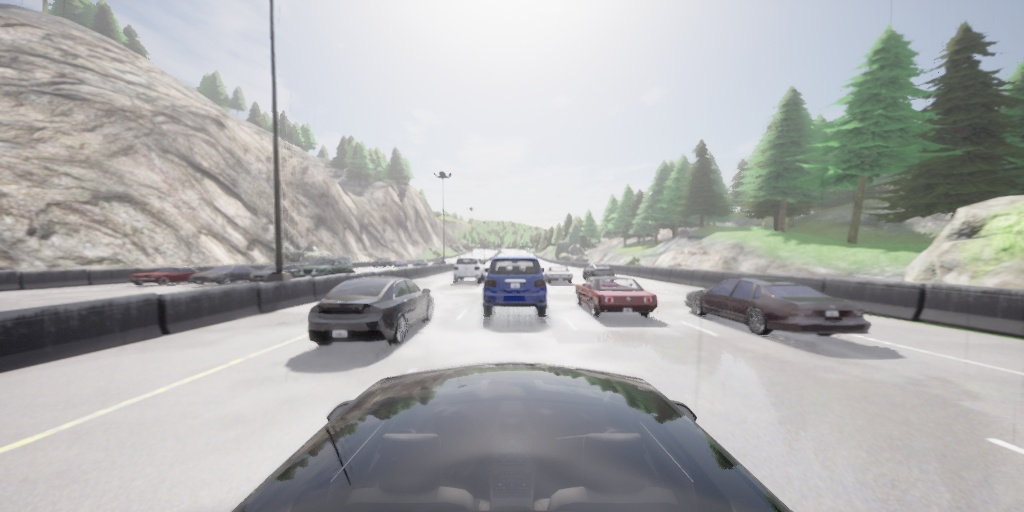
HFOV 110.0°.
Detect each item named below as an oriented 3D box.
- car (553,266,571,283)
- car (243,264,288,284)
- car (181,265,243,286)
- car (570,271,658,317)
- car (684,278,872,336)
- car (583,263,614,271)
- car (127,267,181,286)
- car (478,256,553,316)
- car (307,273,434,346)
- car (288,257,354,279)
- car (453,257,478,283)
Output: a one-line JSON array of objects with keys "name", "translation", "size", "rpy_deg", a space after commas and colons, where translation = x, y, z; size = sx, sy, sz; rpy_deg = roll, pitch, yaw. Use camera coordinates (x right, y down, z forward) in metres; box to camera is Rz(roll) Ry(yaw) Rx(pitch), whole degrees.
[{"name": "car", "translation": [3.608, 1.463, 28.746], "size": [1.895, 1.301, 4.718], "rpy_deg": [0, 0, 0]}, {"name": "car", "translation": [-17.586, 1.348, 27.313], "size": [1.837, 1.490, 4.892], "rpy_deg": [0, 0, 0]}, {"name": "car", "translation": [-21.089, 1.387, 26.823], "size": [2.033, 1.411, 5.357], "rpy_deg": [0, 0, 0]}, {"name": "car", "translation": [3.600, 1.401, 13.349], "size": [1.895, 1.301, 4.718], "rpy_deg": [0, 0, 0]}, {"name": "car", "translation": [7.099, 1.337, 10.457], "size": [2.033, 1.411, 5.357], "rpy_deg": [0, 0, 0]}, {"name": "car", "translation": [7.108, 1.361, 29.930], "size": [2.128, 1.511, 4.902], "rpy_deg": [0, 0, 0]}, {"name": "car", "translation": [-24.588, 1.434, 25.975], "size": [1.895, 1.301, 4.718], "rpy_deg": [0, 0, 0]}, {"name": "car", "translation": [0.102, 1.020, 13.740], "size": [2.150, 2.045, 5.566], "rpy_deg": [0, 0, 0]}, {"name": "car", "translation": [-3.408, 1.287, 9.533], "size": [1.837, 1.490, 4.892], "rpy_deg": [0, 0, 0]}, {"name": "car", "translation": [-14.086, 1.068, 27.387], "size": [2.150, 2.045, 5.566], "rpy_deg": [0, 0, 0]}, {"name": "car", "translation": [-3.391, 1.081, 29.185], "size": [2.150, 2.045, 5.566], "rpy_deg": [0, 0, 0]}]
